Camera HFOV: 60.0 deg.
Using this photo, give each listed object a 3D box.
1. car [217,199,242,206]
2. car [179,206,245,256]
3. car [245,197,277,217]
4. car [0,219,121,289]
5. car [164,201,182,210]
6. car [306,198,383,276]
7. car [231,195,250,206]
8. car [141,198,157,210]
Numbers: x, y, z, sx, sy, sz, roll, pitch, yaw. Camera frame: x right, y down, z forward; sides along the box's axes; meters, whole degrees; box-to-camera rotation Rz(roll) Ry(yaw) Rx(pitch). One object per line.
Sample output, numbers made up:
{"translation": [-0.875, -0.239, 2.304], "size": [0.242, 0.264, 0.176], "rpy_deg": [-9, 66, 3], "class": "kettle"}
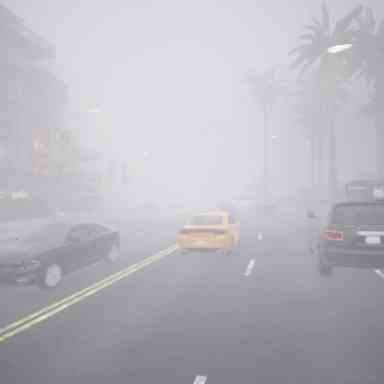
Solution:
{"translation": [3.237, 1.716, 32.480], "size": [2.033, 1.411, 5.357], "rpy_deg": [-1, 0, 0], "class": "car"}
{"translation": [0.885, 1.559, 13.609], "size": [1.882, 1.535, 5.008], "rpy_deg": [-1, 0, 14], "class": "car"}
{"translation": [6.753, 1.569, 32.058], "size": [1.882, 1.535, 5.008], "rpy_deg": [-1, 0, 0], "class": "car"}
{"translation": [-3.910, 1.634, 9.954], "size": [1.882, 1.535, 5.008], "rpy_deg": [-1, 0, 14], "class": "car"}
{"translation": [-2.964, 2.034, 50.699], "size": [1.895, 1.301, 4.718], "rpy_deg": [-1, 0, -16], "class": "car"}
{"translation": [4.836, 1.193, 10.182], "size": [2.150, 2.045, 5.566], "rpy_deg": [-1, 0, 15], "class": "car"}
{"translation": [6.052, 1.406, 42.638], "size": [2.150, 2.045, 5.566], "rpy_deg": [-1, 0, -8], "class": "car"}
{"translation": [-6.784, 2.068, 51.515], "size": [2.033, 1.411, 5.357], "rpy_deg": [-1, 0, -16], "class": "car"}
